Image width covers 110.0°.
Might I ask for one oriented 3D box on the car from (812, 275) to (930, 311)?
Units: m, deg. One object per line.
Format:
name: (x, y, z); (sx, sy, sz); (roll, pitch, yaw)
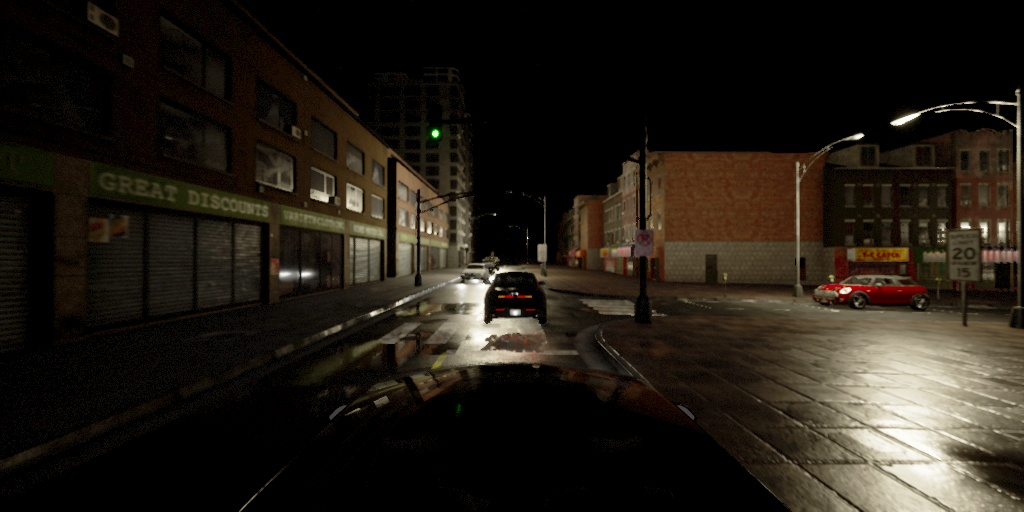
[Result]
car: (16.355, 1.595, 16.523); (4.097, 1.591, 1.967); (0, 0, 0)

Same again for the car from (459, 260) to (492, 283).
car: (-2.861, 1.310, 28.491); (1.812, 1.442, 4.674); (0, 0, 1)

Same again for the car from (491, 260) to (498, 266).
car: (-2.855, 1.394, 38.308); (1.895, 1.301, 4.718); (0, 0, 0)

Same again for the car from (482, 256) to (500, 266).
car: (-2.820, 1.021, 48.860); (2.150, 2.045, 5.566); (0, 0, 0)

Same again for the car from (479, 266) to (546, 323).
car: (0.096, 1.276, 12.193); (1.837, 1.490, 4.892); (0, 0, 0)
